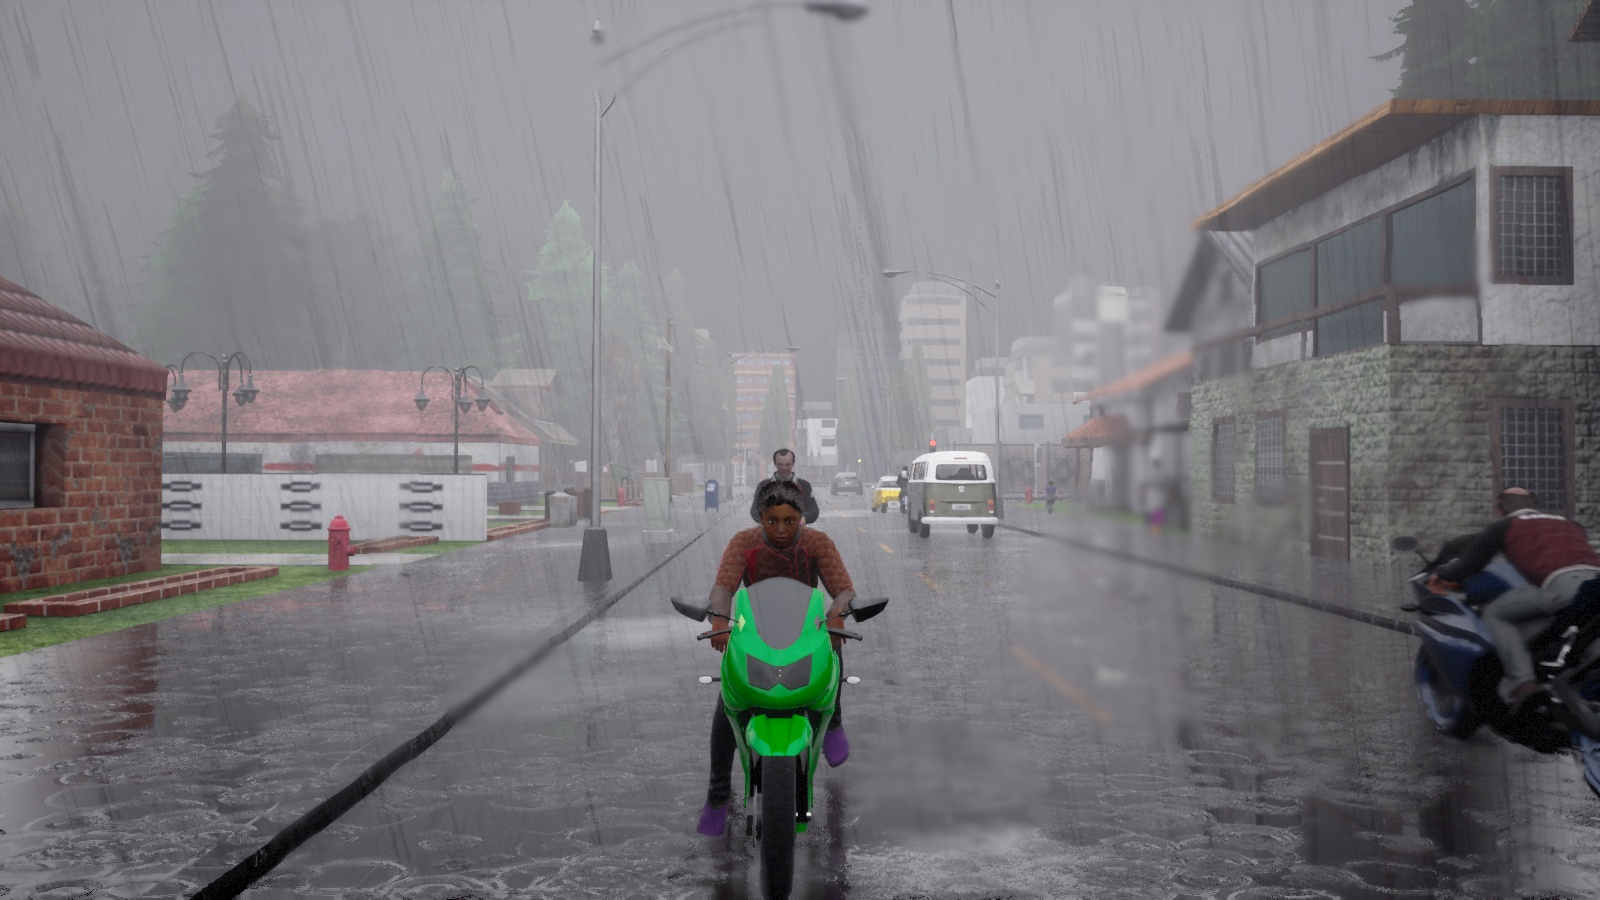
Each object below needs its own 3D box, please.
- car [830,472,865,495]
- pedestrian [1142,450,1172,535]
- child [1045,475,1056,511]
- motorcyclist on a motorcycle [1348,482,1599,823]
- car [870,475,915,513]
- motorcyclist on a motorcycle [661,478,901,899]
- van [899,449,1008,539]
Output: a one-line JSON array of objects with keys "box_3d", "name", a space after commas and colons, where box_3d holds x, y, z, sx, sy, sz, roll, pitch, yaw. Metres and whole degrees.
[{"box_3d": [3.091, 2.191, 82.904, 2.163, 1.488, 4.792, 0, -1, 0], "name": "car"}, {"box_3d": [8.357, 0.983, 29.403, 0.659, 1.952, 0.873, 0, -1, 16], "name": "pedestrian"}, {"box_3d": [8.754, 1.504, 43.859, 0.270, 1.263, 0.437, 0, -1, 0], "name": "child"}, {"box_3d": [3.909, 0.948, 6.828, 0.866, 1.530, 2.191, 0, -1, -1], "name": "motorcyclist on a motorcycle"}, {"box_3d": [3.493, 1.654, 47.662, 1.481, 1.376, 2.207, 0, -1, -1], "name": "car"}, {"box_3d": [-0.075, 0.884, 5.210, 0.797, 1.523, 2.044, 0, -1, -1], "name": "motorcyclist on a motorcycle"}, {"box_3d": [3.661, 1.038, 30.706, 2.069, 2.038, 4.480, 0, -1, -1], "name": "van"}]
